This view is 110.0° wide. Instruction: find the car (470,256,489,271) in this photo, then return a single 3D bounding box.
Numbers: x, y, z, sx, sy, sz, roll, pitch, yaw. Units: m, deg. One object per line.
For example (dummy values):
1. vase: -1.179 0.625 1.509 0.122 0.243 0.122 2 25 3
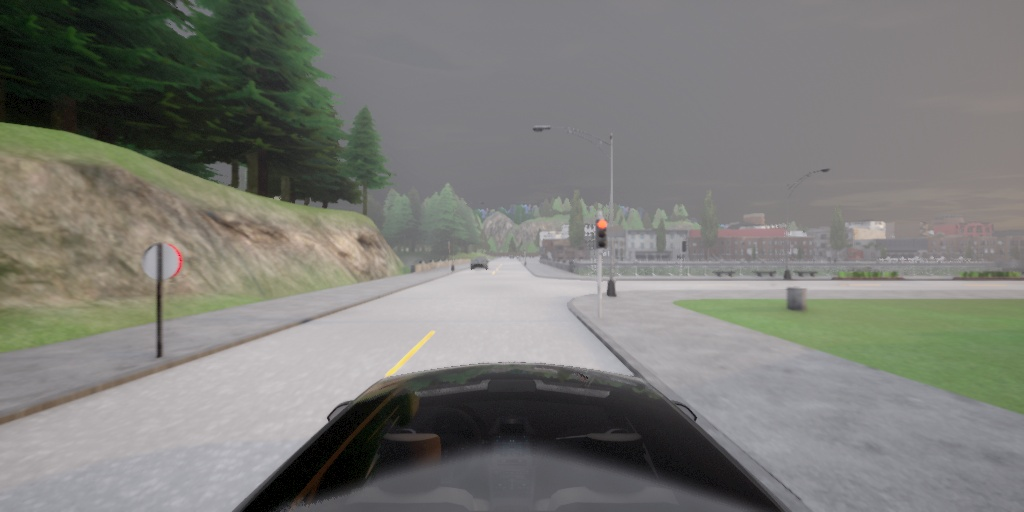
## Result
1. car: -4.006 0.841 44.809 2.097 1.767 4.553 0 0 0
